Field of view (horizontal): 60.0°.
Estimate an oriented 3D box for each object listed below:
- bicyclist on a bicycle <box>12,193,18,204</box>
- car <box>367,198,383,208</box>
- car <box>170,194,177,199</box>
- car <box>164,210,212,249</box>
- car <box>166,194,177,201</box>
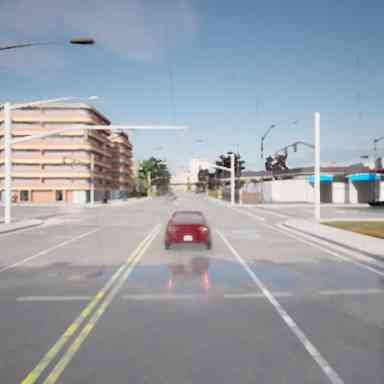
[{"bbox_3d":[-27.030,1.022,50.852,0.582,1.620,1.656,1,0,0],"label":"bicyclist on a bicycle"},{"bbox_3d":[26.240,1.435,44.743,4.718,1.301,1.895,0,0,-8],"label":"car"},{"bbox_3d":[-5.130,1.368,93.723,1.895,1.301,4.718,0,0,-1],"label":"car"},{"bbox_3d":[-0.161,1.491,14.216,1.812,1.442,4.674,0,0,-1],"label":"car"},{"bbox_3d":[-4.853,1.170,77.975,2.097,1.767,4.553,0,0,-1],"label":"car"}]
